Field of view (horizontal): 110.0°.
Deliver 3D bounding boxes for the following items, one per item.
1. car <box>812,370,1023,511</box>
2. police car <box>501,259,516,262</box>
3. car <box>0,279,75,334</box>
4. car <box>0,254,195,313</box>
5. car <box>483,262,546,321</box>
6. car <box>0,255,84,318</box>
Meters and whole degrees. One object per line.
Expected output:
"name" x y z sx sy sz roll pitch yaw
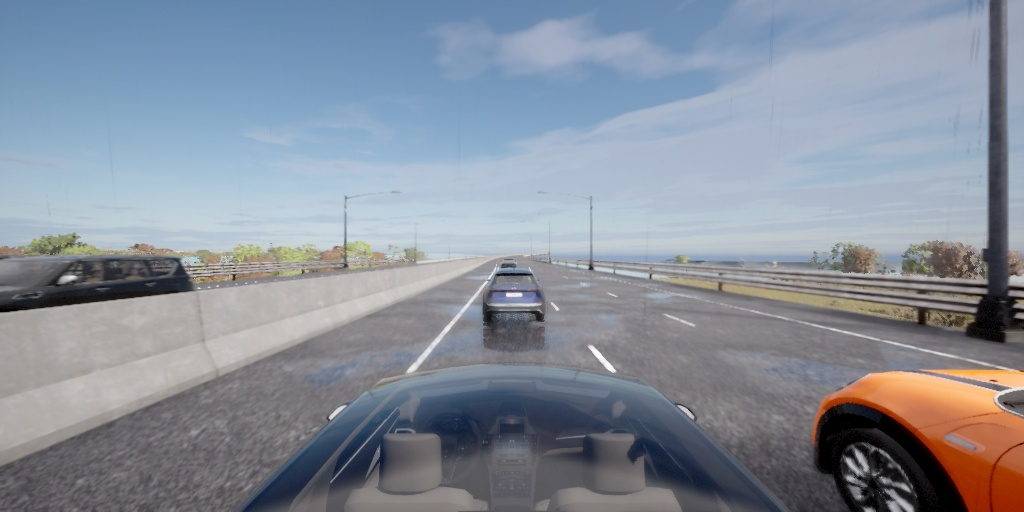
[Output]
"car" 3.591 1.102 1.131 2.097 1.767 4.553 0 0 0
"police car" -0.419 1.156 43.581 1.930 1.638 5.238 0 0 -1
"car" -14.120 1.353 8.445 1.895 1.301 4.718 0 0 0
"car" -10.621 0.974 8.504 2.150 2.045 5.566 0 0 0
"car" 0.053 1.181 12.530 2.033 1.649 4.856 0 0 0
"car" -17.634 0.975 11.086 2.150 2.045 5.566 0 0 0
